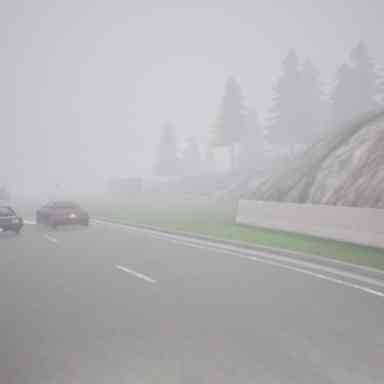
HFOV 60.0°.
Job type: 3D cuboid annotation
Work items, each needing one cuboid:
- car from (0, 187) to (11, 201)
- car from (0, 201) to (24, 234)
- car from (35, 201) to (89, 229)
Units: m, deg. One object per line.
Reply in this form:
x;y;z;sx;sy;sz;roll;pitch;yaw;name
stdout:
-26.763;0.389;46.530;2.150;2.045;5.566;-1;2;-25;car
-9.643;1.317;16.015;1.895;1.301;4.718;-2;2;-39;car
-7.368;1.185;18.725;1.994;1.385;4.181;-2;2;-38;car
